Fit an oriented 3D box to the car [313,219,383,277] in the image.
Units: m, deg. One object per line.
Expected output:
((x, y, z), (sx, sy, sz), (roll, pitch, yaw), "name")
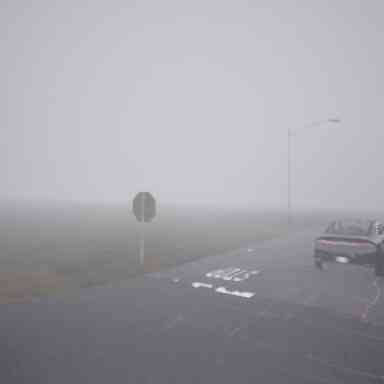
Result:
((5.390, 1.628, 10.856), (2.128, 1.511, 4.902), (0, -1, 35), "car")
